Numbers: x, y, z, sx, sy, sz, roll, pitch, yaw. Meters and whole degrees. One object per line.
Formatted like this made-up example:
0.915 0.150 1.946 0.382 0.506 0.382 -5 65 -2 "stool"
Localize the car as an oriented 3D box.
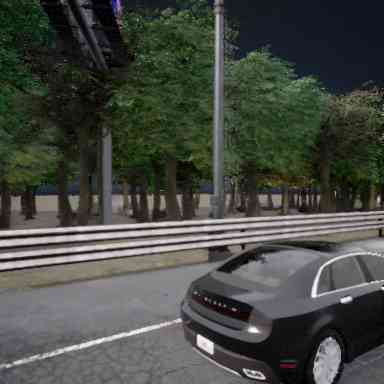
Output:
2.128 1.535 5.265 4.892 1.490 1.837 1 0 -35 "car"
